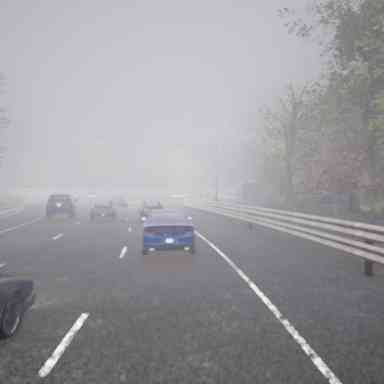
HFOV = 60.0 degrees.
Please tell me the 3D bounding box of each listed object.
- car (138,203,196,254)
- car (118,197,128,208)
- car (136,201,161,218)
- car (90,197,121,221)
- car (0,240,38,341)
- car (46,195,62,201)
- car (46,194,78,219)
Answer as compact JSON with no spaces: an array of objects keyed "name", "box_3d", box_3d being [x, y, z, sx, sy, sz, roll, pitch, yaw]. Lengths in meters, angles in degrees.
[{"name":"car","box_3d":[-0.996,1.435,13.329,1.882,1.535,5.008,0,0,-6]},{"name":"car","box_3d":[-10.291,1.431,46.124,2.033,1.411,5.357,0,0,-25]},{"name":"car","box_3d":[-3.154,1.416,25.363,2.128,1.511,4.902,0,0,-13]},{"name":"car","box_3d":[-6.971,1.430,26.289,2.128,1.511,4.902,0,0,-14]},{"name":"car","box_3d":[-3.566,1.551,3.417,2.033,1.411,5.357,0,0,-2]},{"name":"car","box_3d":[-32.764,1.463,78.945,1.895,1.301,4.718,0,0,-45]},{"name":"car","box_3d":[-11.294,1.169,28.994,2.150,2.045,5.566,0,0,-16]}]
